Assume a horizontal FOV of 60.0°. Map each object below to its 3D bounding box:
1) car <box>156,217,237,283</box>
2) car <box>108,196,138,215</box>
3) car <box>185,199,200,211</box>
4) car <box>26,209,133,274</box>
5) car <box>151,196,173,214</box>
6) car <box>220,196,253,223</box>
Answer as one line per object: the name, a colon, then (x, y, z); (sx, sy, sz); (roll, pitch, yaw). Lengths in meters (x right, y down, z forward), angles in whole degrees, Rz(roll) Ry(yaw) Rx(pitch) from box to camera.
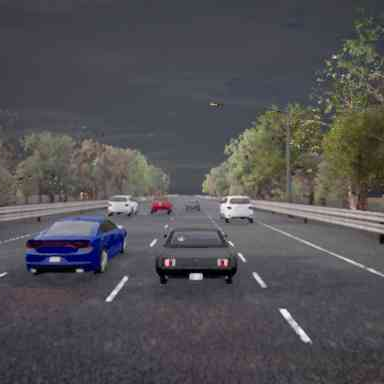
car: (0.101, 1.646, 9.795); (1.895, 1.301, 4.718); (0, 0, 0)
car: (-6.907, 1.391, 33.816); (2.150, 2.045, 5.566); (0, 0, 0)
car: (0.084, 1.722, 45.501); (2.128, 1.511, 4.902); (0, 0, 0)
car: (-3.403, 1.527, 10.726); (1.882, 1.535, 5.008); (0, 0, 0)
car: (-3.413, 1.414, 38.309); (2.150, 2.045, 5.566); (0, 0, 0)
car: (3.584, 1.357, 27.371); (2.150, 2.045, 5.566); (0, 0, 0)
